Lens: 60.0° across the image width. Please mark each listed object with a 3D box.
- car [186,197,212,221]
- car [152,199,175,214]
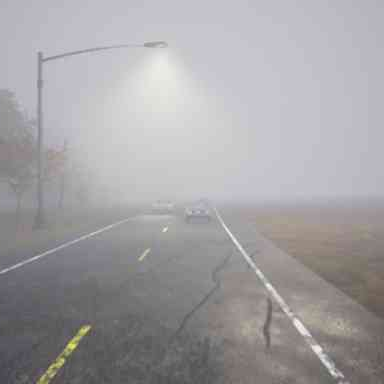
[{"bbox_3d":[0.512,1.385,25.010,2.033,1.411,5.357,0,0,2],"label":"car"},{"bbox_3d":[-2.808,1.384,33.068,1.895,1.301,4.718,0,0,2],"label":"car"}]
